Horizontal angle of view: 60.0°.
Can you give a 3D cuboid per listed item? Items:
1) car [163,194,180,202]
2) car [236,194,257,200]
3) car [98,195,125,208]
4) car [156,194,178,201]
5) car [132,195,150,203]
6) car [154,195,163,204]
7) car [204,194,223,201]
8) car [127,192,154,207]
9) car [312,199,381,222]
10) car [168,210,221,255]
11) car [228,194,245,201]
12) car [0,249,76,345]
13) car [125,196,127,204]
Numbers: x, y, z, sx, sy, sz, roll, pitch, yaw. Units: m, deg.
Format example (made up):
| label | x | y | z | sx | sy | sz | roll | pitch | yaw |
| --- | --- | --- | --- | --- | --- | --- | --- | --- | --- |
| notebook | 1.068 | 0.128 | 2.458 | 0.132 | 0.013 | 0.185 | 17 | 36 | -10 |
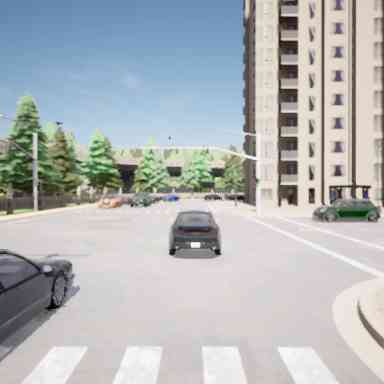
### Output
| label | x | y | z | sx | sy | sz | roll | pitch | yaw |
| --- | --- | --- | --- | --- | --- | --- | --- | --- | --- |
| car | -4.049 | 1.162 | 66.065 | 1.882 | 1.535 | 5.008 | 0 | 0 | 21 |
| car | 13.024 | 1.148 | 79.094 | 4.674 | 1.442 | 1.812 | 0 | 0 | -24 |
| car | -10.544 | 1.146 | 42.955 | 2.097 | 1.767 | 4.553 | 0 | 0 | 0 |
| car | -5.363 | 1.200 | 71.143 | 2.033 | 1.411 | 5.357 | 0 | 0 | 30 |
| car | -9.313 | 1.231 | 61.554 | 1.812 | 1.442 | 4.674 | 0 | 0 | 12 |
| car | -6.768 | 1.224 | 55.940 | 2.128 | 1.511 | 4.902 | 0 | 0 | 6 |
| car | 4.700 | 1.152 | 72.959 | 1.837 | 1.490 | 4.892 | 0 | 0 | 43 |
| car | -7.022 | 1.002 | 45.929 | 2.150 | 2.045 | 5.566 | 0 | 0 | 1 |
| car | 11.409 | 1.289 | 24.845 | 4.553 | 1.767 | 2.097 | 0 | 0 | 1 |
| car | 0.115 | 1.476 | 13.286 | 1.837 | 1.490 | 4.892 | 0 | 0 | 0 |
| car | 10.058 | 1.177 | 73.102 | 4.902 | 1.511 | 2.128 | 0 | 0 | -37 |
| car | -3.404 | 1.525 | 4.660 | 2.033 | 1.411 | 5.357 | 0 | 0 | 0 |
| car | -10.423 | 1.317 | 51.596 | 1.994 | 1.385 | 4.181 | 0 | 0 | 1 |
